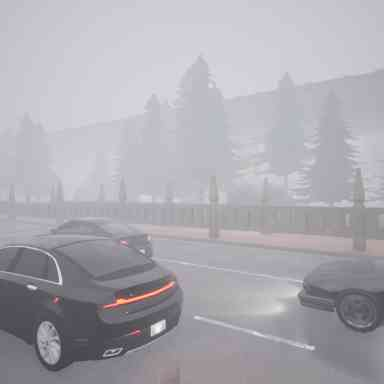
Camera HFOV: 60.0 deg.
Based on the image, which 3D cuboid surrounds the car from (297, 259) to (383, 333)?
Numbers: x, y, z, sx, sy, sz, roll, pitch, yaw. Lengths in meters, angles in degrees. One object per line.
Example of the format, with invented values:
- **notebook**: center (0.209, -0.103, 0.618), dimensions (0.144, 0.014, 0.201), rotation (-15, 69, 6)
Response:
- **car**: center (4.510, 1.547, 5.075), dimensions (5.357, 1.411, 2.033), rotation (0, 0, 35)

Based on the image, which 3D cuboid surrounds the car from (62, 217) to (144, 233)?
- **car**: center (-3.305, 1.526, 10.637), dimensions (4.674, 1.442, 1.812), rotation (0, 0, 35)

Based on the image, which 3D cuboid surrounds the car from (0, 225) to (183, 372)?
- **car**: center (-2.411, 1.505, 5.707), dimensions (4.892, 1.490, 1.837), rotation (0, 0, 35)
